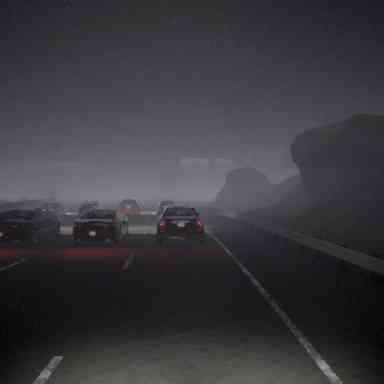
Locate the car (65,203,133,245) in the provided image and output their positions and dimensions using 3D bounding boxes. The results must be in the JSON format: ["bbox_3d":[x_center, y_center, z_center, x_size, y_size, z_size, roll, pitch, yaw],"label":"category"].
[{"bbox_3d":[-4.100,1.482,15.559,1.882,1.535,5.008,0,0,-4],"label":"car"}]

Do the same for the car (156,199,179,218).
[{"bbox_3d":[-2.437,1.514,31.903,1.837,1.490,4.892,0,0,-9],"label":"car"}]

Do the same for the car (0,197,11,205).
[{"bbox_3d":[-34.654,1.588,60.931,1.895,1.301,4.718,0,0,-19],"label":"car"}]

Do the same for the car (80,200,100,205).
[{"bbox_3d":[-9.358,1.492,30.851,2.128,1.511,4.902,0,0,-9],"label":"car"}]

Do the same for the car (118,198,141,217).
[{"bbox_3d":[-5.893,1.363,31.348,2.097,1.767,4.553,0,0,-9],"label":"car"}]

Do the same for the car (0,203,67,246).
[{"bbox_3d":[-7.590,1.482,15.295,1.882,1.535,5.008,0,0,-4],"label":"car"}]

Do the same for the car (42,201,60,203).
[{"bbox_3d":[-12.818,1.560,30.325,2.033,1.411,5.357,0,0,-9],"label":"car"}]

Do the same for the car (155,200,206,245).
[{"bbox_3d":[-0.608,1.363,15.793,2.097,1.767,4.553,0,0,-4],"label":"car"}]
